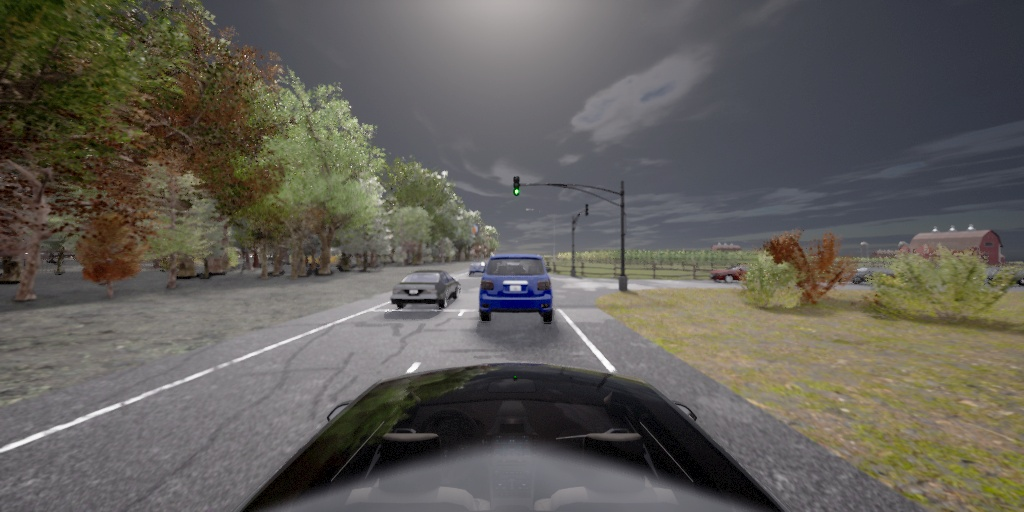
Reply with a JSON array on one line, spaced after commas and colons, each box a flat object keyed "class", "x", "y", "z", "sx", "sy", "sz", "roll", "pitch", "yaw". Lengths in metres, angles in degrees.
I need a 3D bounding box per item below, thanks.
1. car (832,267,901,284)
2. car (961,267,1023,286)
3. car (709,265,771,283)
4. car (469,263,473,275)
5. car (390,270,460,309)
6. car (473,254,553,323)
[{"class": "car", "x": 29.387, "y": 1.608, "z": 29.777, "sx": 4.674, "sy": 1.442, "sz": 1.812, "roll": 1, "pitch": -1, "yaw": 0}, {"class": "car", "x": 39.788, "y": 1.687, "z": 29.723, "sx": 4.902, "sy": 1.511, "sz": 2.128, "roll": 1, "pitch": -1, "yaw": 0}, {"class": "car", "x": 19.114, "y": 1.448, "z": 29.828, "sx": 5.008, "sy": 1.535, "sz": 1.882, "roll": 1, "pitch": -1, "yaw": 0}, {"class": "car", "x": -3.403, "y": 1.247, "z": 37.760, "sx": 2.033, "sy": 1.411, "sz": 5.357, "roll": 0, "pitch": 0, "yaw": 0}, {"class": "car", "x": -3.399, "y": 1.281, "z": 14.910, "sx": 2.033, "sy": 1.411, "sz": 5.357, "roll": 0, "pitch": 0, "yaw": 0}, {"class": "car", "x": 0.190, "y": 0.957, "z": 12.298, "sx": 2.150, "sy": 2.045, "sz": 5.566, "roll": 0, "pitch": 0, "yaw": 2}]
